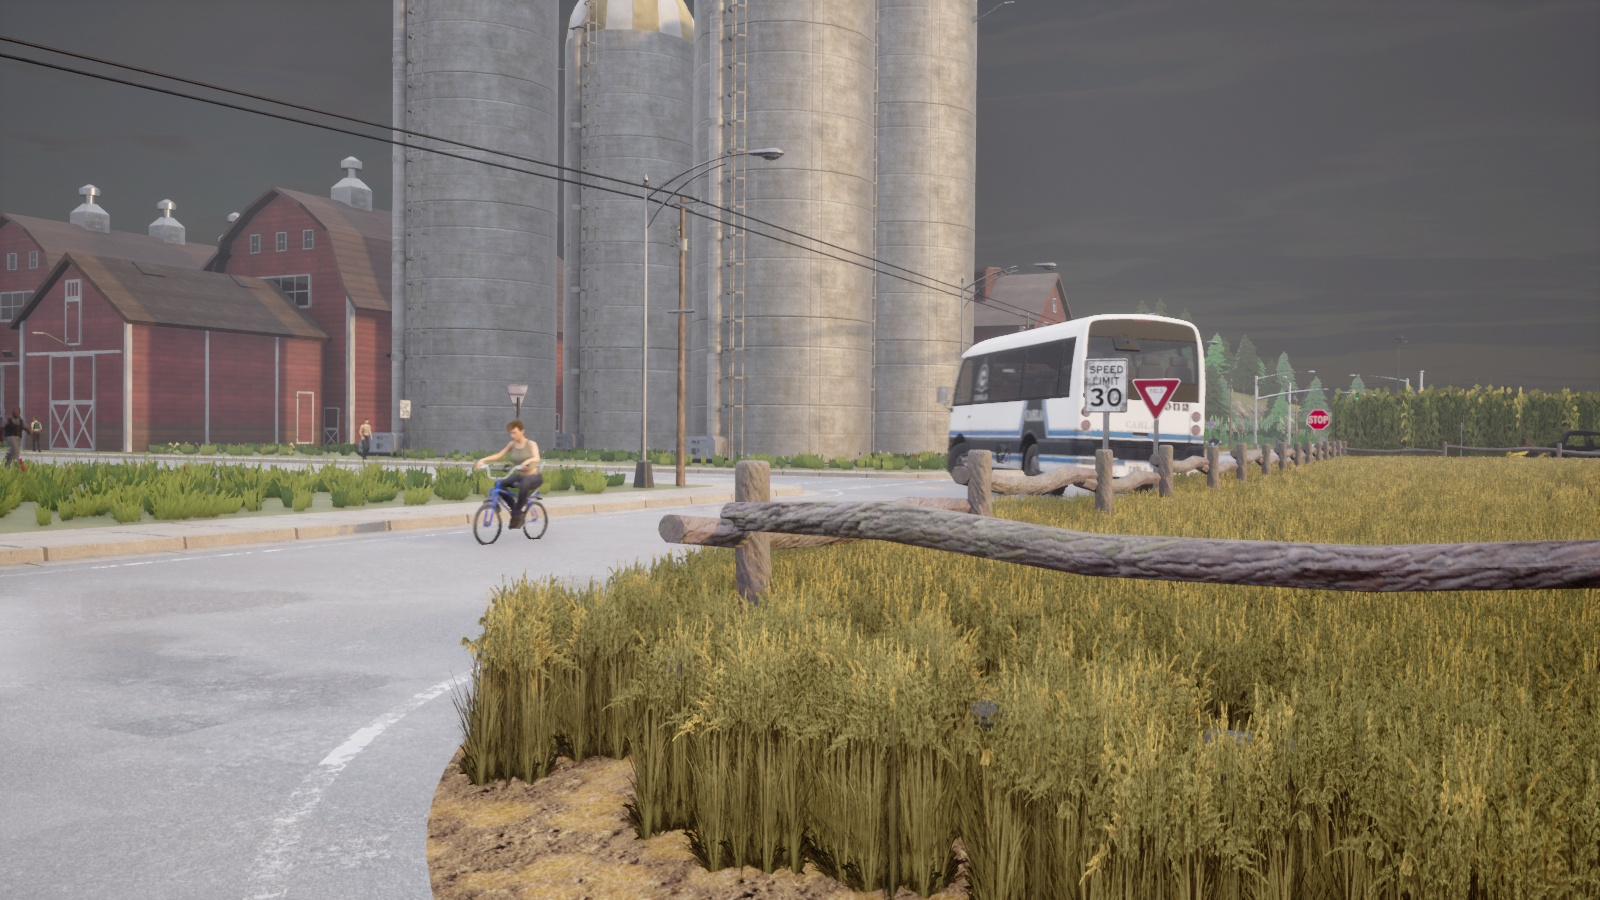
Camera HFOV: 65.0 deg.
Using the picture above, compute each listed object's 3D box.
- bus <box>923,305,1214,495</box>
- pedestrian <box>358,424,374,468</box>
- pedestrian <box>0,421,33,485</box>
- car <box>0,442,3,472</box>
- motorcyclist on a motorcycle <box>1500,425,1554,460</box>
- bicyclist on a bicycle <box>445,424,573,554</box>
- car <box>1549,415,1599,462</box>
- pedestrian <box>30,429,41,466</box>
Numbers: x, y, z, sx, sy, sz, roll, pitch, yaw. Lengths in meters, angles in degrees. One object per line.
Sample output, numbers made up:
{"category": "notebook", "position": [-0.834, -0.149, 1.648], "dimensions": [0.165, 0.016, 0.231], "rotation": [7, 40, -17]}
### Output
{"category": "bus", "position": [6.685, -1.167, 33.822], "dimensions": [3.944, 4.253, 10.273], "rotation": [1, 0, -11]}
{"category": "pedestrian", "position": [-18.495, -0.176, 53.501], "dimensions": [0.594, 1.836, 0.345], "rotation": [0, 1, 39]}
{"category": "pedestrian", "position": [-23.657, 0.084, 37.827], "dimensions": [0.849, 1.883, 0.563], "rotation": [0, 1, 25]}
{"category": "car", "position": [-40.067, 0.338, 58.867], "dimensions": [5.357, 1.411, 2.033], "rotation": [0, 1, 26]}
{"category": "motorcyclist on a motorcycle", "position": [32.191, -0.338, 55.627], "dimensions": [2.044, 1.523, 0.797], "rotation": [0, 1, 27]}
{"category": "bicyclist on a bicycle", "position": [-3.777, 0.478, 16.412], "dimensions": [0.866, 1.612, 1.509], "rotation": [0, 1, 26]}
{"category": "car", "position": [33.165, -0.478, 51.658], "dimensions": [3.866, 1.878, 1.905], "rotation": [0, 1, 26]}
{"category": "pedestrian", "position": [-38.492, -0.128, 63.222], "dimensions": [0.594, 1.836, 0.345], "rotation": [0, 1, 44]}
